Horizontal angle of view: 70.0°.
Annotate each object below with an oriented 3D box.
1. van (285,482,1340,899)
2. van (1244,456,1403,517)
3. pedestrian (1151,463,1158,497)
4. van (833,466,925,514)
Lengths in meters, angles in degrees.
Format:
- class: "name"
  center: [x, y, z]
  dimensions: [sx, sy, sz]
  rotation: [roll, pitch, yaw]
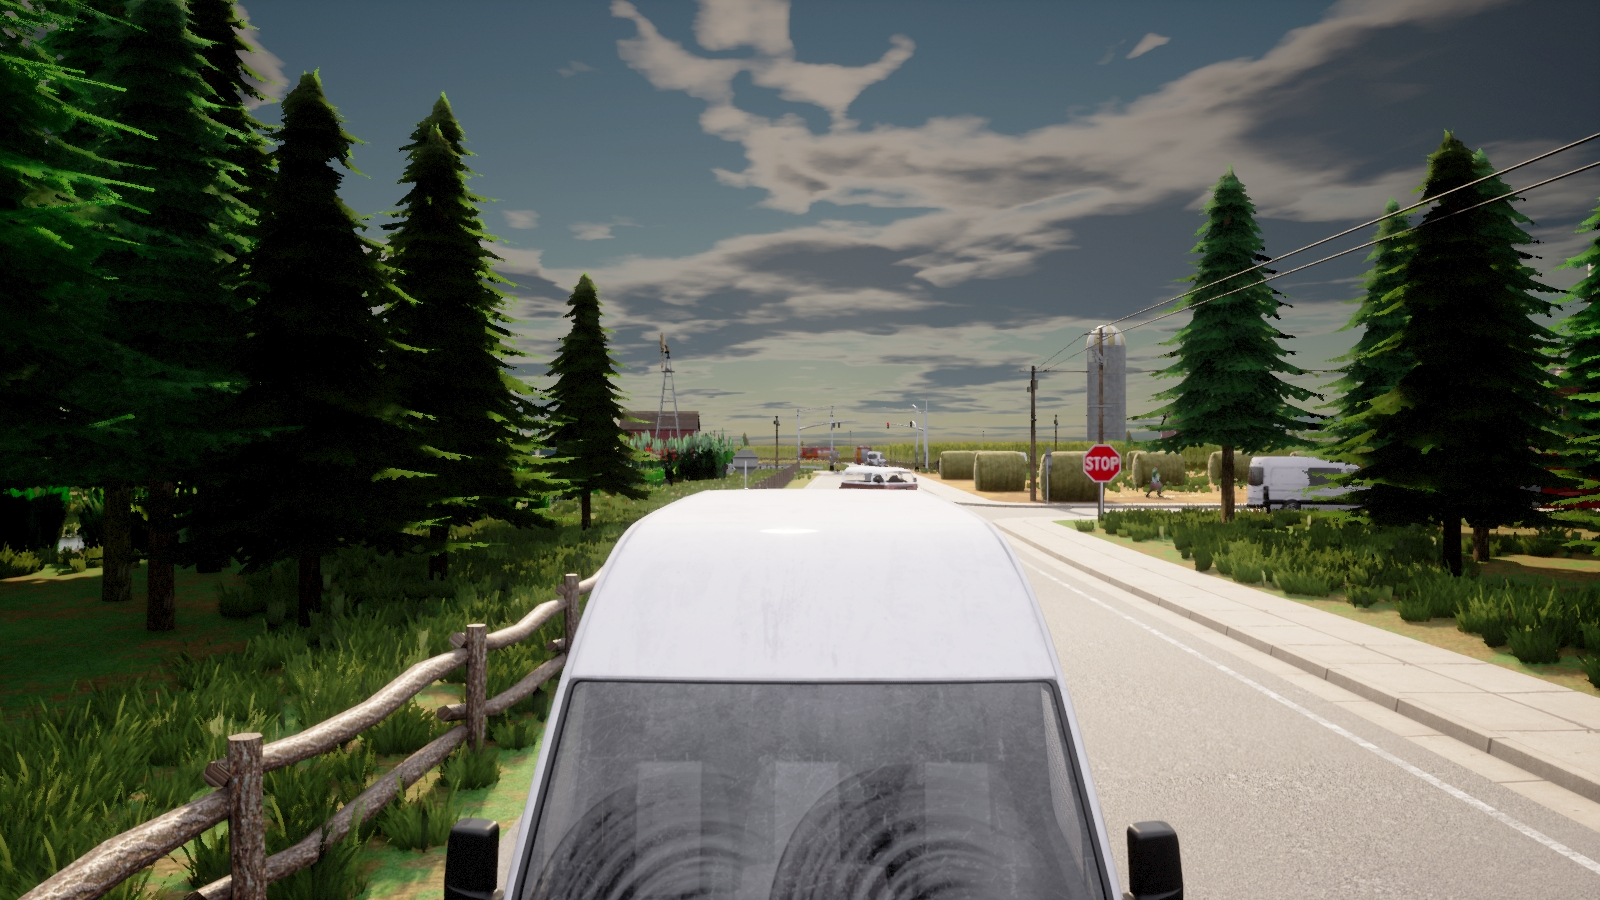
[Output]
- class: "van"
  center: [0.056, 1.508, 5.110]
  dimensions: [1.988, 2.561, 5.915]
  rotation: [0, 0, 1]
- class: "van"
  center: [22.424, 1.535, 49.077]
  dimensions: [5.915, 2.561, 1.988]
  rotation: [0, 0, -1]
- class: "pedestrian"
  center: [19.691, 1.682, 63.463]
  dimensions: [0.375, 1.860, 0.375]
  rotation: [0, 0, 21]
- class: "van"
  center: [3.515, 1.764, 51.690]
  dimensions: [2.069, 2.038, 4.480]
  rotation: [0, 0, -29]
